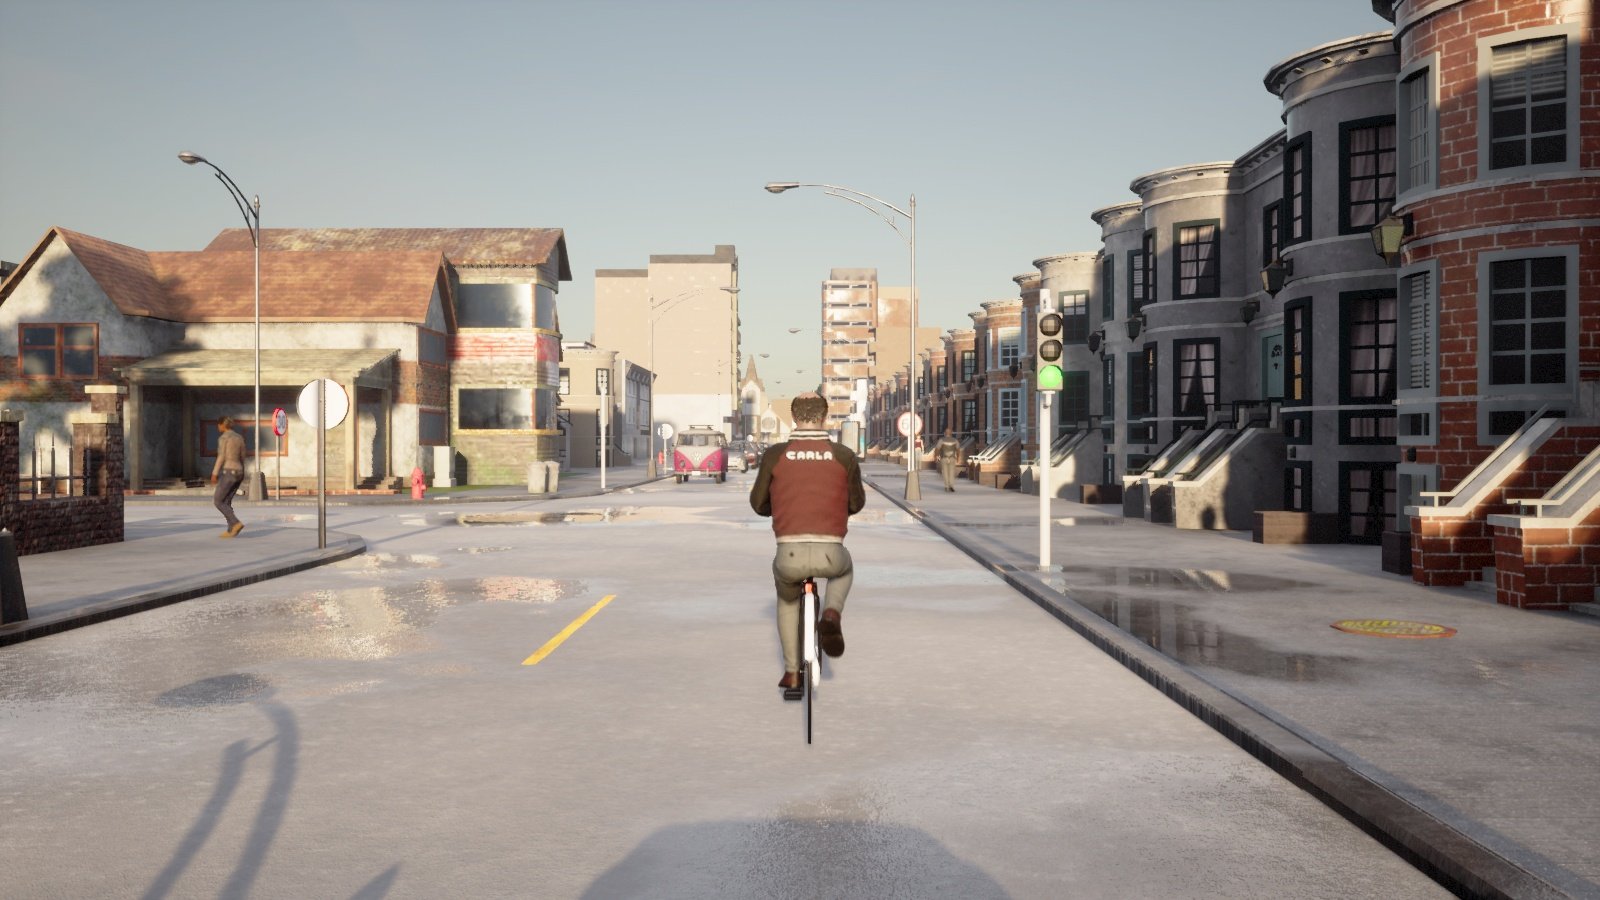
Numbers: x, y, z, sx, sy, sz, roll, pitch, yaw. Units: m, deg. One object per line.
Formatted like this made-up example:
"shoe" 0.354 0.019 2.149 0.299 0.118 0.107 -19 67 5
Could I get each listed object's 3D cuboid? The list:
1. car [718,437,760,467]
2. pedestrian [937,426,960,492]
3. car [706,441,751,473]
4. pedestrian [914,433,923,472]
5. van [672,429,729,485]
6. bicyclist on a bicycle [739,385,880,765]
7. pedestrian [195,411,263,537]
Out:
"car" -3.515 0.111 72.805 2.152 1.651 5.027 0 0 0
"pedestrian" 4.257 0.256 36.073 0.563 1.883 0.849 0 0 1
"car" -3.579 0.332 63.494 2.007 1.525 4.514 0 0 0
"pedestrian" 5.685 0.121 60.166 0.345 1.836 0.594 0 0 -2
"van" -3.688 0.230 47.166 1.775 1.987 4.442 0 0 1
"bicyclist on a bicycle" 0.051 0.579 6.800 0.659 1.776 1.843 0 0 0
"pedestrian" -8.336 0.345 18.334 0.869 1.805 0.328 0 0 13
